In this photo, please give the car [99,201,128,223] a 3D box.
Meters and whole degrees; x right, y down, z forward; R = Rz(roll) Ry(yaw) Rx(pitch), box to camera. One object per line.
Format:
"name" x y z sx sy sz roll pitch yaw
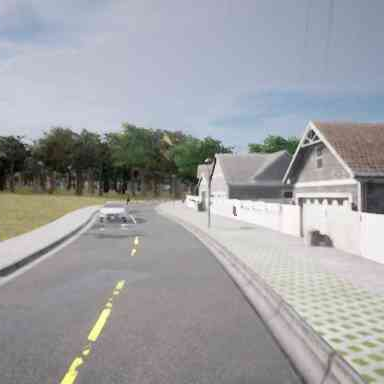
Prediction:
"car" -5.767 1.416 24.510 1.812 1.442 4.674 0 0 -12
